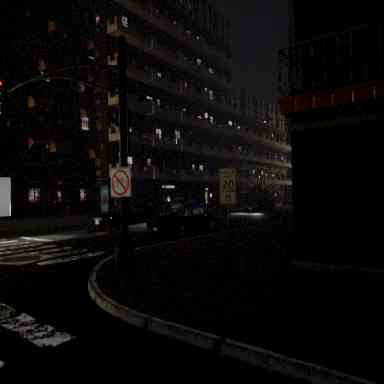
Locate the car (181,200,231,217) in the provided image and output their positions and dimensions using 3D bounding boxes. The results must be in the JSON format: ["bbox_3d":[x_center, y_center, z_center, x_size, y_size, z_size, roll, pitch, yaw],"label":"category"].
[{"bbox_3d":[1.452,1.574,28.583,1.895,1.301,4.718,-1,-1,36],"label":"car"}]

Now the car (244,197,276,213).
[{"bbox_3d":[7.510,1.478,36.984,1.812,1.442,4.674,-1,-1,36],"label":"car"}]

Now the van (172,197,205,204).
[{"bbox_3d":[-0.281,1.365,30.401,1.690,1.788,3.998,-1,-1,36],"label":"van"}]

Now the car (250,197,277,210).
[{"bbox_3d":[9.484,1.431,43.964,1.967,1.590,4.097,-1,-1,36],"label":"car"}]

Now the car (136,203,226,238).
[{"bbox_3d":[-0.391,1.435,16.756,2.008,1.369,4.403,-1,-1,36],"label":"car"}]

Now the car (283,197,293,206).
[{"bbox_3d":[15.895,1.496,52.866,1.752,1.417,4.829,-1,-1,36],"label":"car"}]

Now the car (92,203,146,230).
[{"bbox_3d":[-4.018,1.486,21.006,2.128,1.511,4.902,-1,-1,35],"label":"car"}]
